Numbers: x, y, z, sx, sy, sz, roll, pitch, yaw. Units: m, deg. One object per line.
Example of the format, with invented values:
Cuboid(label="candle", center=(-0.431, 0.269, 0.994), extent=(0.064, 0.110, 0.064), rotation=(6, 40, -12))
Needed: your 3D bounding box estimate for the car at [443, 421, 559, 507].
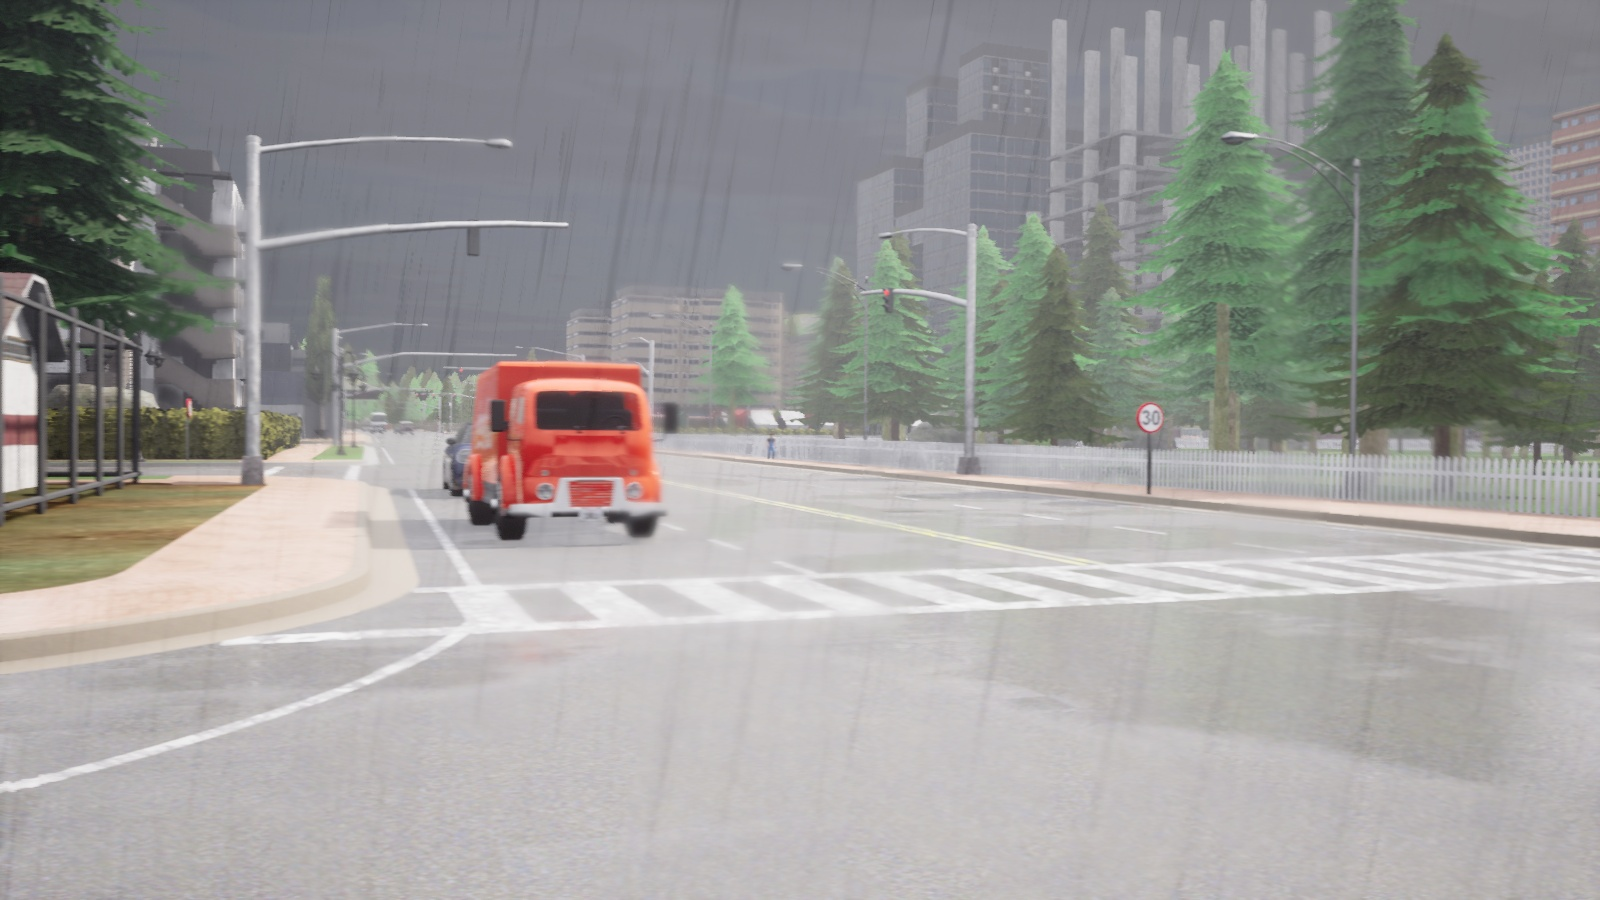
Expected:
Cuboid(label="car", center=(-6.884, 0.259, 28.543), extent=(2.097, 1.767, 4.553), rotation=(-1, 1, -19))

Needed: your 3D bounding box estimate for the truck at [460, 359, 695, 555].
Cuboid(label="truck", center=(-3.497, 0.038, 18.704), extent=(2.627, 2.467, 5.204), rotation=(-1, 1, -19))
